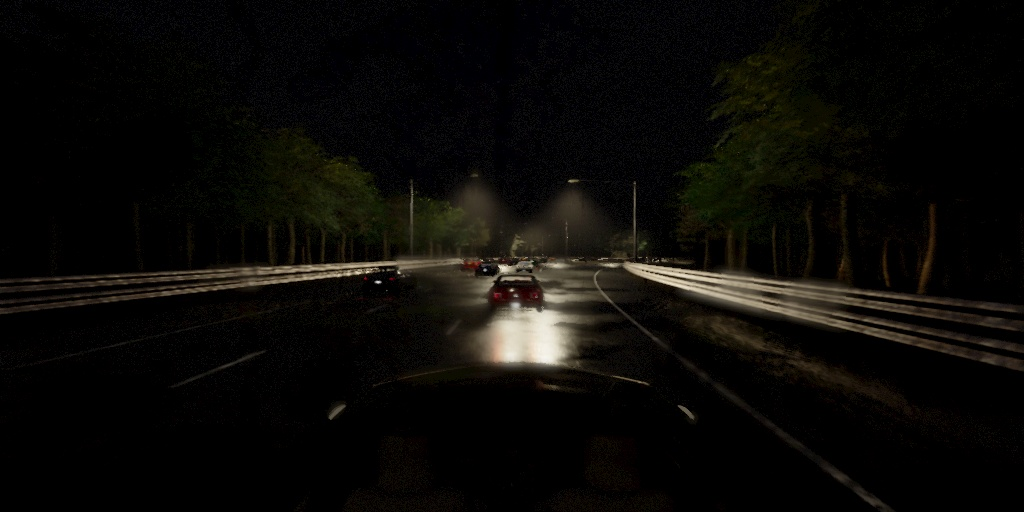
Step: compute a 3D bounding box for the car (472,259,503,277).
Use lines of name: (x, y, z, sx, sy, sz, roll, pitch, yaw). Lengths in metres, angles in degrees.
car: (-2.358, 1.264, 35.351, 1.994, 1.385, 4.181, 0, 0, 4)

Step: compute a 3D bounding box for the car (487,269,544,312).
car: (0.185, 1.349, 14.130, 1.895, 1.301, 4.718, 0, 0, 1)

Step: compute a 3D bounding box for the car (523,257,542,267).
car: (3.679, 0.982, 62.577, 2.097, 1.767, 4.553, 0, 0, 7)

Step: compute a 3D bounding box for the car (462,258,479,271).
car: (-5.018, 1.005, 46.684, 2.097, 1.767, 4.553, 0, 0, 5)

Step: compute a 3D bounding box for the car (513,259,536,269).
car: (1.474, 1.296, 41.219, 1.895, 1.301, 4.718, 0, 0, 5)

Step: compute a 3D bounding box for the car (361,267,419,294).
car: (-6.594, 1.275, 19.844, 1.994, 1.385, 4.181, 1, 0, 2)
